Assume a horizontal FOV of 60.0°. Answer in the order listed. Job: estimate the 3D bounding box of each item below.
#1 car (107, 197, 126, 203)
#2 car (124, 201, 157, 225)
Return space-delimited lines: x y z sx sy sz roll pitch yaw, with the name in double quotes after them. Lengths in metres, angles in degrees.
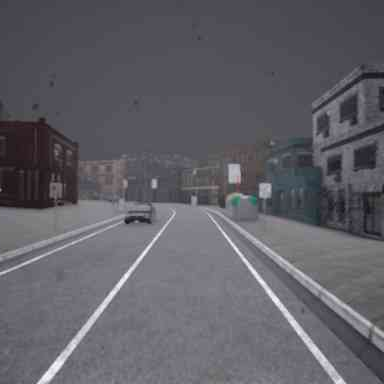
-14.729 1.560 64.881 1.895 1.301 4.718 1 0 -42 "car"
-3.619 1.564 24.399 2.033 1.411 5.357 0 0 0 "car"
